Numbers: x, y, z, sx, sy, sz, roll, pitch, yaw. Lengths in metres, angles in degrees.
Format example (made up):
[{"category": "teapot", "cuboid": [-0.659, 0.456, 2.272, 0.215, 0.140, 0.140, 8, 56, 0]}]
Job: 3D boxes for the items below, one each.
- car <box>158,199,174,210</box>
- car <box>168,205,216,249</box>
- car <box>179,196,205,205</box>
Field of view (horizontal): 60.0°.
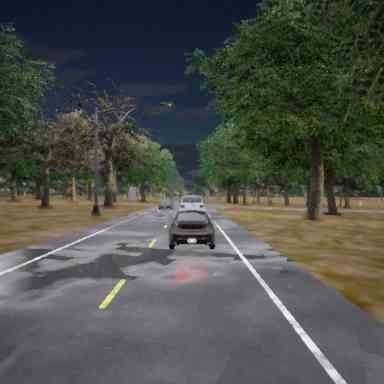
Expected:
[{"category": "car", "cuboid": [-3.500, 1.730, 45.657, 1.837, 1.490, 4.892, 0, 0, 0]}, {"category": "car", "cuboid": [0.000, 1.540, 14.653, 1.837, 1.490, 4.892, 0, 0, 0]}, {"category": "car", "cuboid": [0.000, 1.340, 29.687, 2.150, 2.045, 5.566, 0, 0, 0]}]
